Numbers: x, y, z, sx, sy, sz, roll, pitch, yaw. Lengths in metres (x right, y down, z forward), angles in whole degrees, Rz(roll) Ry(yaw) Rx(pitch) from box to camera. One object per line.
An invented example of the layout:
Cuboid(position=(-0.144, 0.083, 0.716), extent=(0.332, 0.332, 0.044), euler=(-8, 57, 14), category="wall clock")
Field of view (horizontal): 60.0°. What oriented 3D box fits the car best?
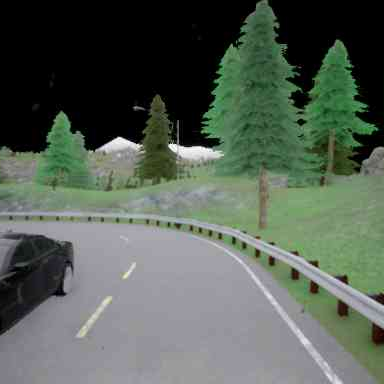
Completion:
Cuboid(position=(-3.660, 1.518, 5.925), extent=(1.882, 1.535, 5.008), euler=(0, 0, -1), category="car")
